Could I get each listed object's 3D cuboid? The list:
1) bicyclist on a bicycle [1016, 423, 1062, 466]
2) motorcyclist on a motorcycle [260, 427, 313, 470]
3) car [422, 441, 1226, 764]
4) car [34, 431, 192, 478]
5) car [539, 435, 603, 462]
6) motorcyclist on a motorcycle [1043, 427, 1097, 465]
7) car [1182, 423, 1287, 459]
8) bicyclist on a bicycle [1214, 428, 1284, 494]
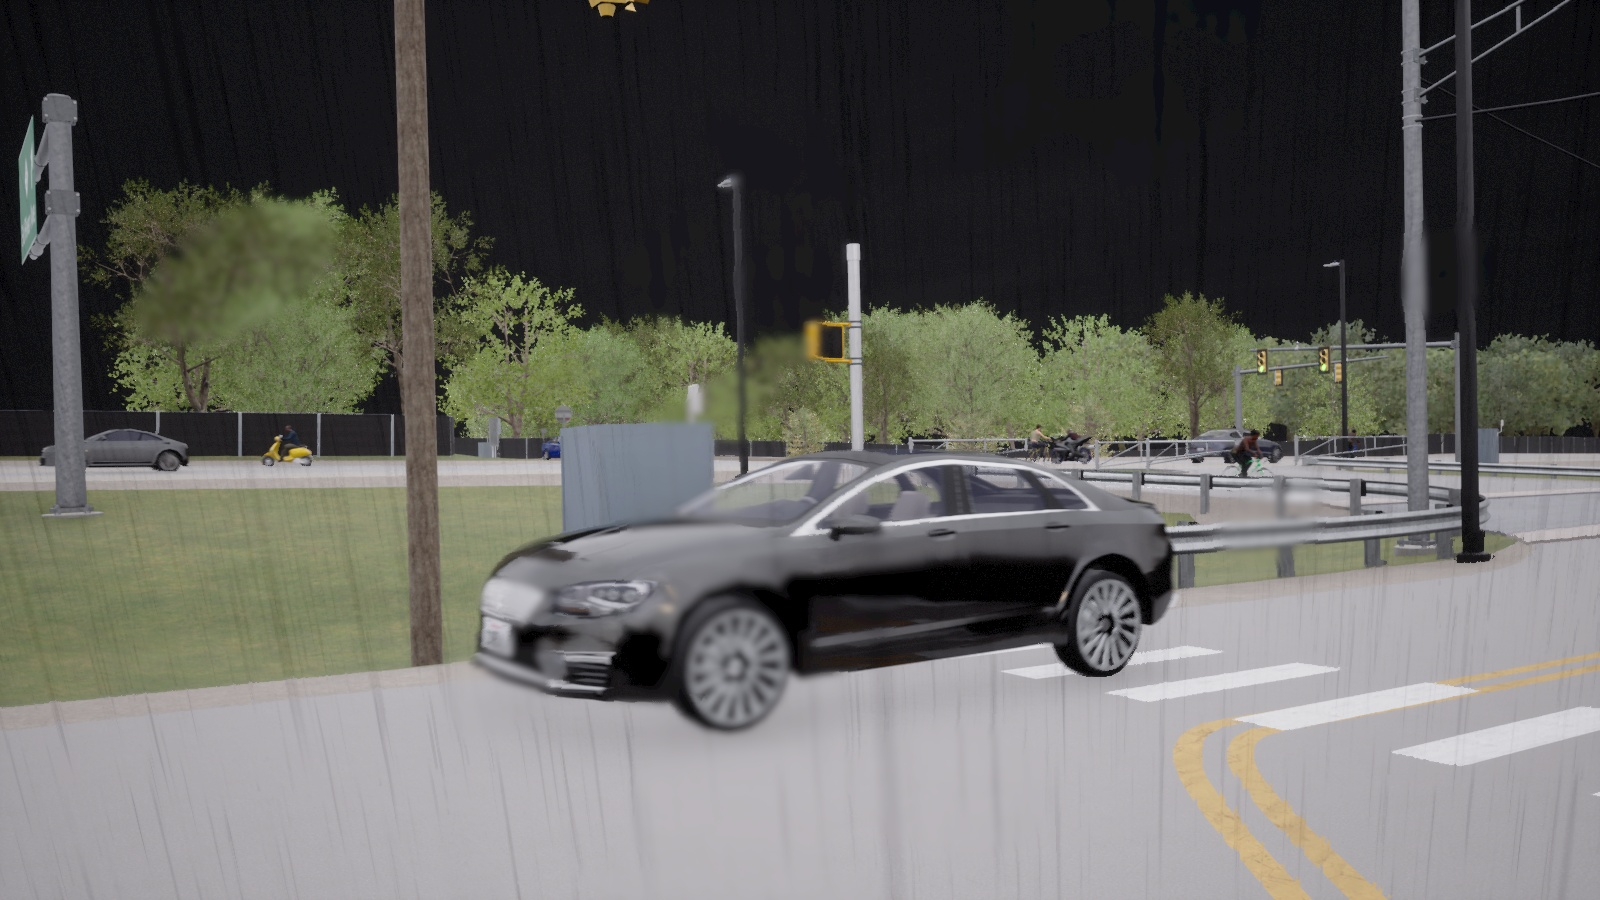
[{"bbox_3d":[9.065,-0.206,47.652,1.509,1.612,0.866,0,2,-35],"label":"bicyclist on a bicycle"},{"bbox_3d":[-19.389,-0.063,47.426,1.817,1.590,0.866,0,0,-21],"label":"motorcyclist on a motorcycle"},{"bbox_3d":[0.326,0.709,8.158,4.902,1.511,2.128,0,0,-35],"label":"car"},{"bbox_3d":[-21.614,0.117,39.532,4.181,1.385,1.994,0,0,-34],"label":"car"},{"bbox_3d":[-13.857,-0.066,75.728,1.882,1.535,5.008,-1,0,-35],"label":"car"},{"bbox_3d":[11.368,-0.154,52.844,0.866,1.530,2.191,0,-1,-35],"label":"motorcyclist on a motorcycle"},{"bbox_3d":[20.752,-0.409,59.890,5.027,1.651,2.152,0,0,-34],"label":"car"},{"bbox_3d":[11.590,0.260,32.447,0.582,1.620,1.656,-1,2,-34],"label":"bicyclist on a bicycle"}]
